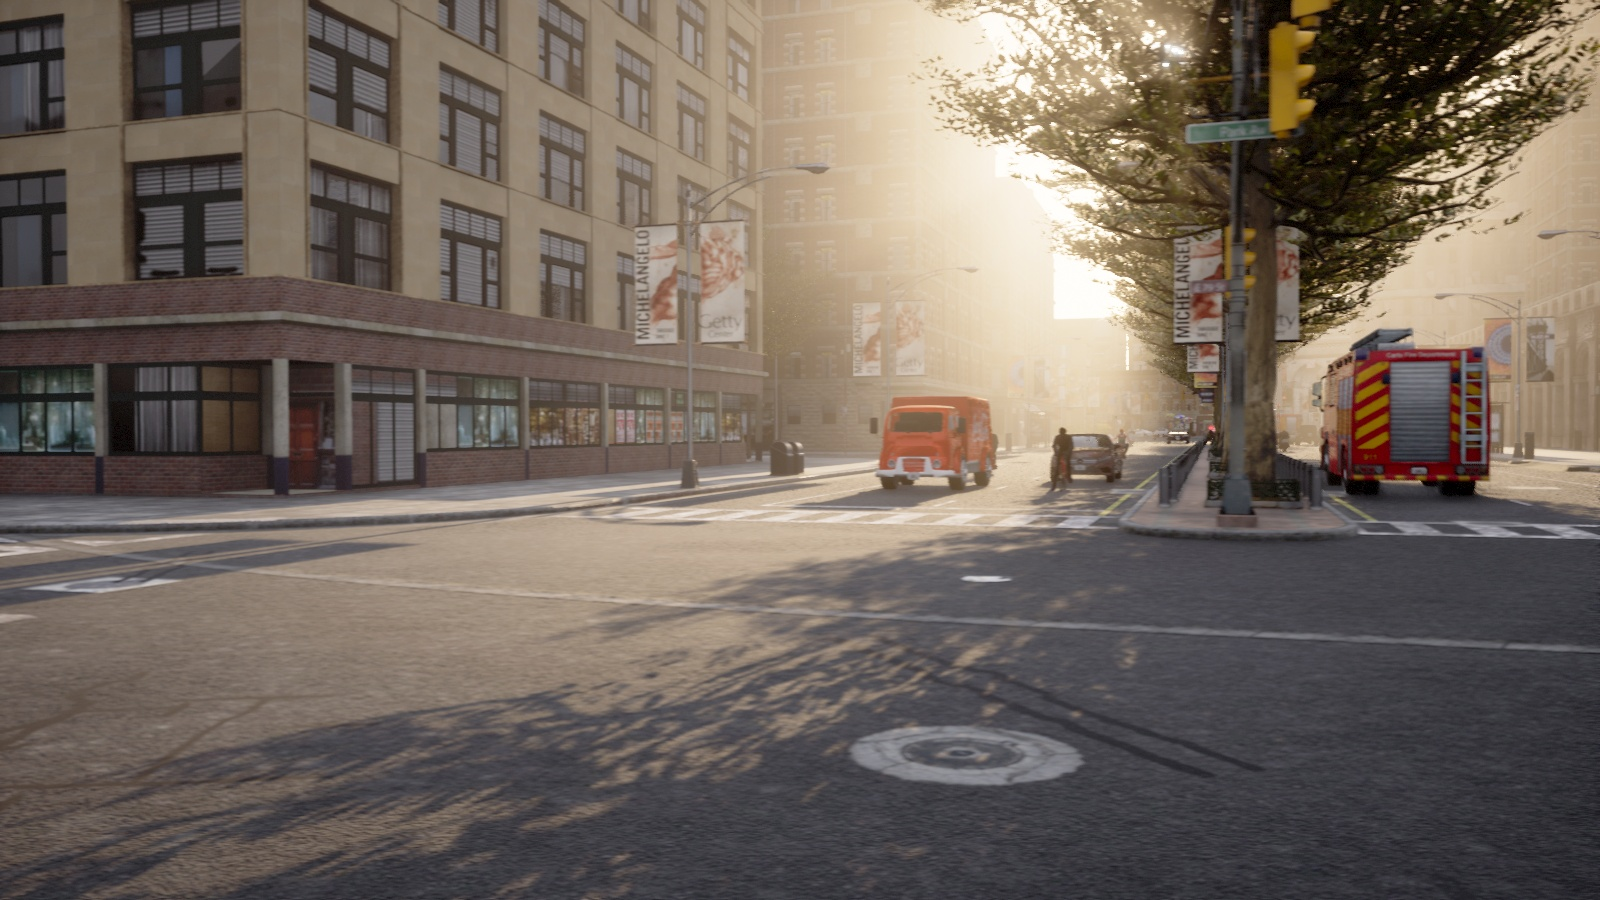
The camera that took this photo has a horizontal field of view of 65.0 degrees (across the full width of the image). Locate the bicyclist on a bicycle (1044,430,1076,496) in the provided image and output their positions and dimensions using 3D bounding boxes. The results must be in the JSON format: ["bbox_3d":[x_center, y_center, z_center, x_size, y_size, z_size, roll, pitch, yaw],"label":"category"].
[{"bbox_3d":[6.587,0.295,31.770,0.582,1.620,1.656,1,1,18],"label":"bicyclist on a bicycle"}]

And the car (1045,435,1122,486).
[{"bbox_3d":[8.689,0.272,38.259,1.812,1.442,4.674,1,1,18],"label":"car"}]

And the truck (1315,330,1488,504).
[{"bbox_3d":[15.117,-0.797,32.190,2.891,3.827,8.468,1,1,18],"label":"truck"}]

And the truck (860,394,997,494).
[{"bbox_3d":[3.599,-0.191,34.019,2.627,2.467,5.204,1,1,18],"label":"truck"}]
